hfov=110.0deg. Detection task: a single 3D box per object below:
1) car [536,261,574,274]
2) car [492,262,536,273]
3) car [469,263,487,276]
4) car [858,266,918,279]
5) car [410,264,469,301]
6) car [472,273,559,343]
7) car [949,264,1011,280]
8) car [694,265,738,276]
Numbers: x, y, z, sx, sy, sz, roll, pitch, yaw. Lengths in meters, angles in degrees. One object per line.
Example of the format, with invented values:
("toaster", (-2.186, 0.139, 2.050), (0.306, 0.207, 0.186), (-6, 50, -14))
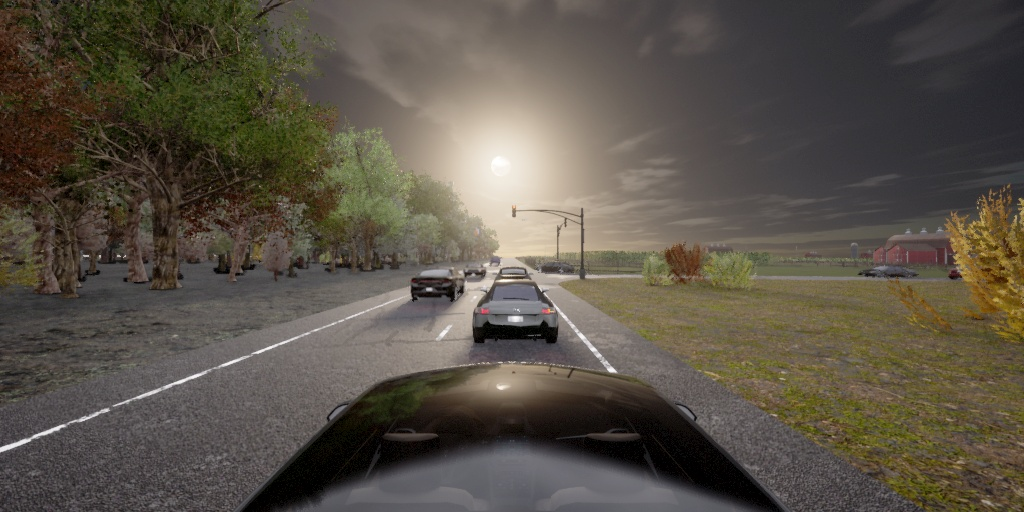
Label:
("car", (5.182, 1.395, 43.895), (4.892, 1.490, 1.837), (2, 1, 31))
("car", (0.059, 1.259, 18.565), (1.837, 1.490, 4.892), (0, 0, 0))
("car", (-3.490, 1.357, 34.466), (1.895, 1.301, 4.718), (0, 0, 0))
("car", (42.922, 1.824, 41.002), (5.357, 1.411, 2.033), (1, -1, 0))
("car", (-3.441, 1.231, 17.357), (1.882, 1.535, 5.008), (0, 0, 0))
("car", (0.076, 1.316, 9.665), (1.994, 1.385, 4.181), (0, 0, 0))
("car", (48.806, 1.633, 37.413), (4.553, 1.767, 2.097), (1, -1, 0))
("car", (23.485, 1.665, 41.049), (4.718, 1.301, 1.895), (1, -1, 0))
